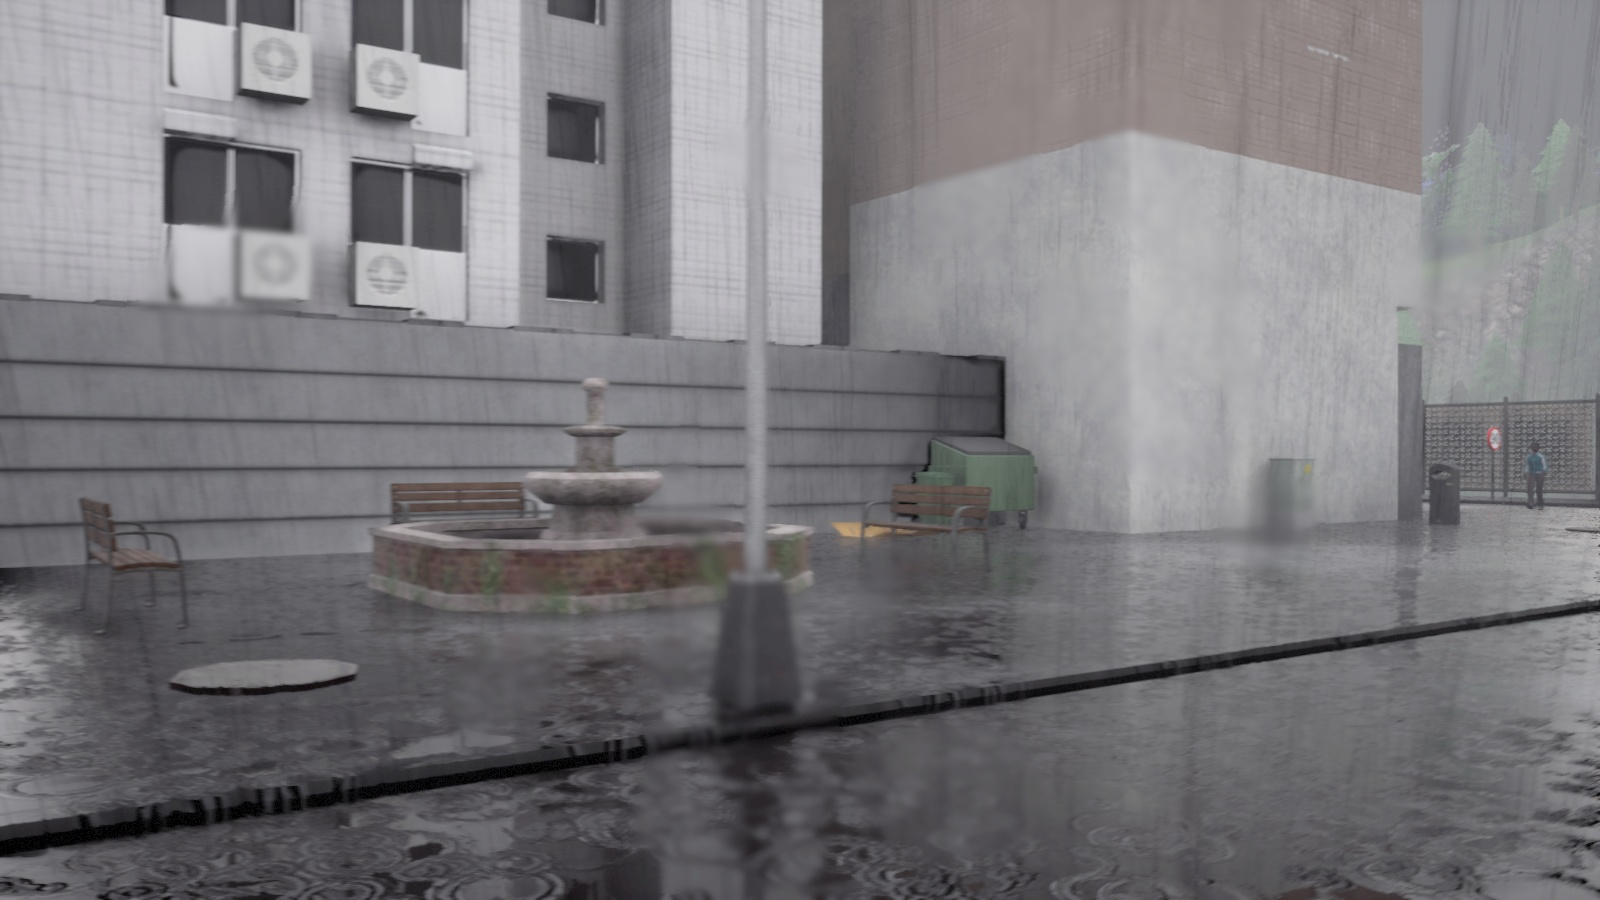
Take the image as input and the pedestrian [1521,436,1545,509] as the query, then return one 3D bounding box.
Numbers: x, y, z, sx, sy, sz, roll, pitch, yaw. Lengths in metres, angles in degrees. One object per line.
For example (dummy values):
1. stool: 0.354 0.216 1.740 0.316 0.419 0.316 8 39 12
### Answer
1. pedestrian: 19.382 0.588 33.184 0.396 1.930 0.692 0 0 44
